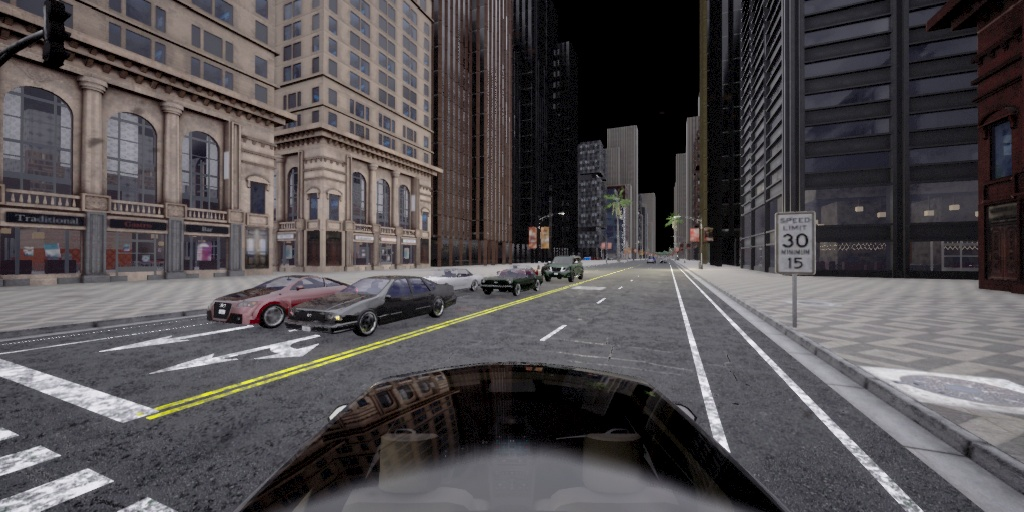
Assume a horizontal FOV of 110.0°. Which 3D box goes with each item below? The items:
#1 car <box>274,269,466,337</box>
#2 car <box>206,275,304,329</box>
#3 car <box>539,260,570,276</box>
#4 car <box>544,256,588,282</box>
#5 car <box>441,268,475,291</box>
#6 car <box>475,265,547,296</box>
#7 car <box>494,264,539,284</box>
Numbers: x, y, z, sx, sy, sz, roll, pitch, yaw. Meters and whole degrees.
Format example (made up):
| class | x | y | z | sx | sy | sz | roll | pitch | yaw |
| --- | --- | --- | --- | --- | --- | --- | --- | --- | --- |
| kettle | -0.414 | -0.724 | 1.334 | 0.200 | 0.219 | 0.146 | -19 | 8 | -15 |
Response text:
| class | x | y | z | sx | sy | sz | roll | pitch | yaw |
| --- | --- | --- | --- | --- | --- | --- | --- | --- | --- |
| car | -3.721 | 1.299 | 10.770 | 2.033 | 1.411 | 5.357 | 0 | 0 | 24 |
| car | -6.972 | 1.316 | 11.433 | 1.994 | 1.385 | 4.181 | 0 | 0 | 24 |
| car | 4.601 | 1.251 | 37.946 | 1.882 | 1.535 | 5.008 | 0 | 0 | 24 |
| car | 4.376 | 0.987 | 29.369 | 2.150 | 2.045 | 5.566 | 0 | 0 | 23 |
| car | -3.481 | 1.357 | 19.468 | 1.895 | 1.301 | 4.718 | 0 | 0 | 24 |
| car | 0.105 | 1.358 | 19.562 | 1.895 | 1.301 | 4.718 | 0 | 0 | 24 |
| car | 0.495 | 1.364 | 28.602 | 1.895 | 1.301 | 4.718 | 0 | 0 | 24 |
